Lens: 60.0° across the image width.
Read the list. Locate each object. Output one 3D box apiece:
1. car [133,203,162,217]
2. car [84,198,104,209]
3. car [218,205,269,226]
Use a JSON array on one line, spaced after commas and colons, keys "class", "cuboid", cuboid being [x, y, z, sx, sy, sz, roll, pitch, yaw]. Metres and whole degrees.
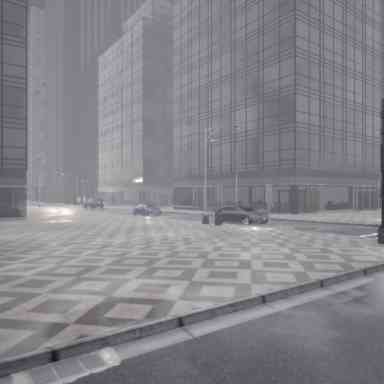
[{"class": "car", "cuboid": [-5.268, 2.032, 38.463, 1.812, 1.442, 4.674, 0, -1, -36]}, {"class": "car", "cuboid": [-18.293, 2.149, 61.869, 2.150, 2.045, 5.566, 0, -1, -37]}, {"class": "car", "cuboid": [3.799, 1.775, 25.933, 1.837, 1.490, 4.892, 0, -1, -36]}]
